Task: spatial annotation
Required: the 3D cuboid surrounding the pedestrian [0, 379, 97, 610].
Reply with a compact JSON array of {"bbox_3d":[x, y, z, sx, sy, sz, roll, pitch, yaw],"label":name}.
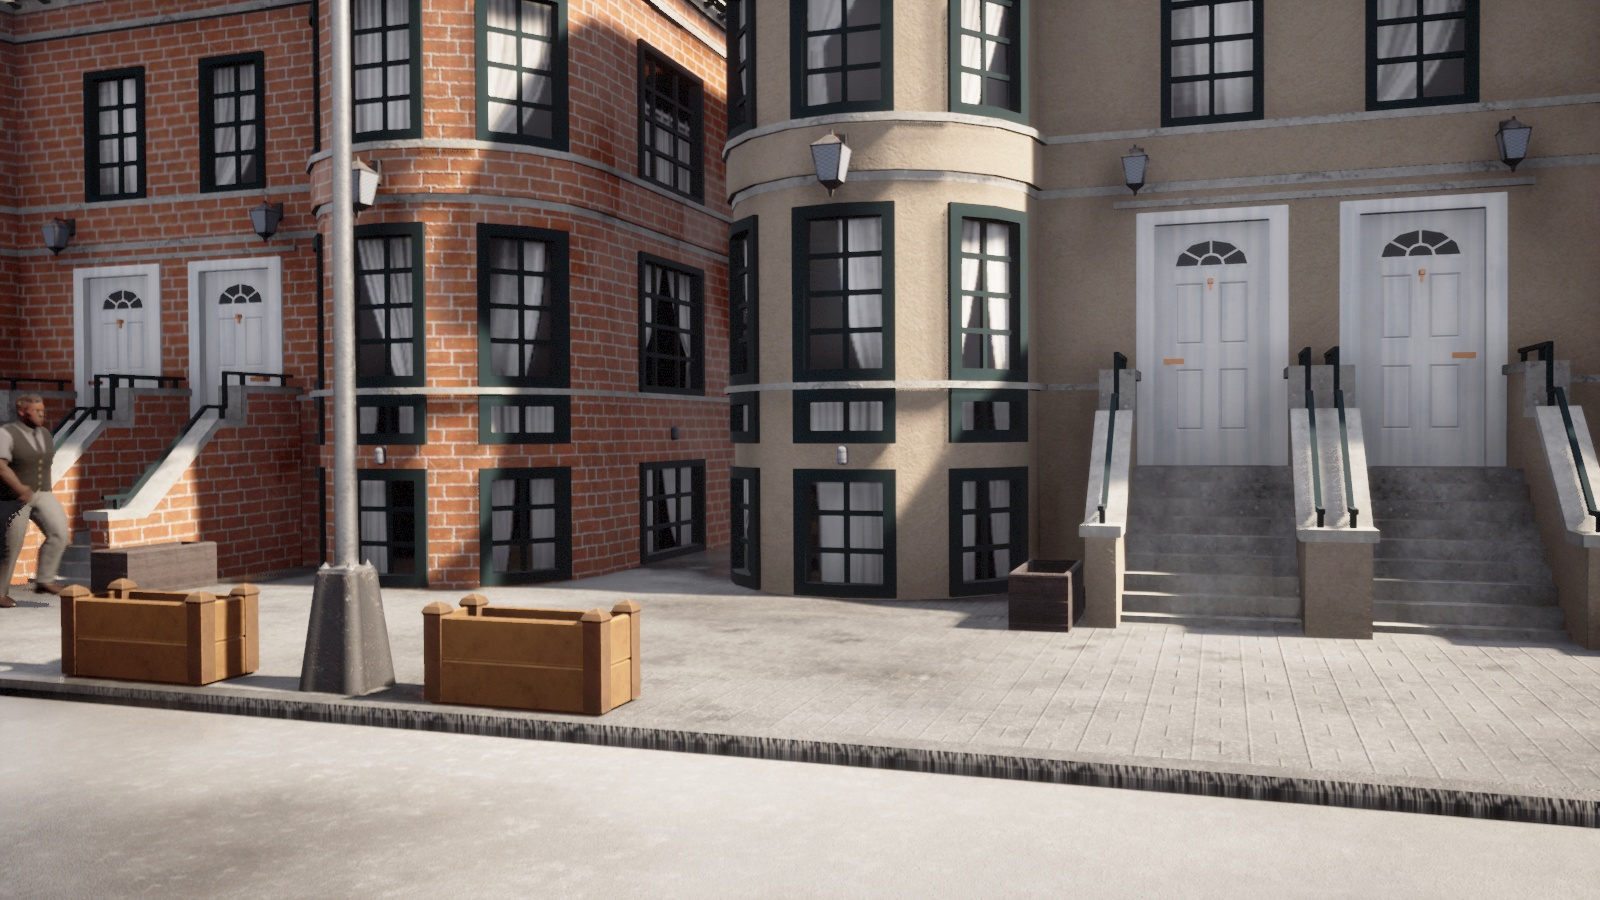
[{"bbox_3d":[-6.523,0.360,10.633,0.849,1.883,0.563,0,1,19],"label":"pedestrian"}]
